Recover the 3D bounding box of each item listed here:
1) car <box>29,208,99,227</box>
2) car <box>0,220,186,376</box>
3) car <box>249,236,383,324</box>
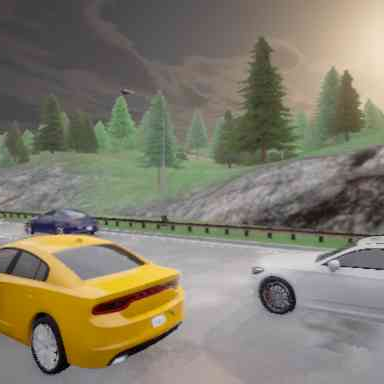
[{"bbox_3d":[-6.816,1.582,17.358,4.674,1.442,1.812,0,0,35],"label":"car"},{"bbox_3d":[-2.435,1.497,5.688,5.008,1.535,1.882,0,0,35],"label":"car"},{"bbox_3d":[3.318,1.523,5.878,4.674,1.442,1.812,0,0,36],"label":"car"}]
